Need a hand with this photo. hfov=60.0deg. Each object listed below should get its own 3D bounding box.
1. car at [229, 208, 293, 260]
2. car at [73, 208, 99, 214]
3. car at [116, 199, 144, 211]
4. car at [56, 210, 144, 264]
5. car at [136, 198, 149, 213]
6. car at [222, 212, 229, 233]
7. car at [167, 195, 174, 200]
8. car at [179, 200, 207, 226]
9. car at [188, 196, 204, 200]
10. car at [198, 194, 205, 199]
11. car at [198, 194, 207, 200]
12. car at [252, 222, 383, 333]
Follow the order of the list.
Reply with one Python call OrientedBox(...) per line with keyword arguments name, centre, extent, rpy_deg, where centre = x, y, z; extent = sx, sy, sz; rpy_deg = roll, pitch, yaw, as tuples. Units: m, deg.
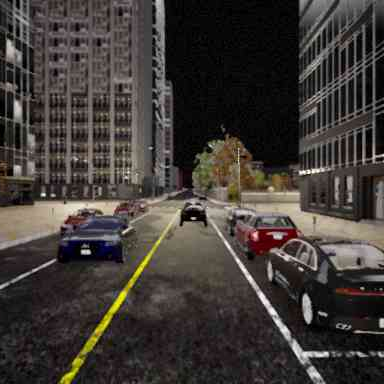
OrientedBox(name="car", centre=(2.691, 1.432, 12.405), extent=(1.967, 1.590, 4.097), rpy_deg=(0, 0, 0))
OrientedBox(name="car", centre=(-5.690, 1.569, 18.100), extent=(1.802, 1.307, 4.206), rpy_deg=(0, 0, 0))
OrientedBox(name="car", centre=(-5.689, 1.552, 29.488), extent=(1.802, 1.307, 4.206), rpy_deg=(0, 0, 0))
OrientedBox(name="car", centre=(-3.099, 1.557, 11.678), extent=(1.994, 1.385, 4.181), rpy_deg=(0, 0, 0))
OrientedBox(name="car", centre=(-5.689, 1.398, 35.181), extent=(1.967, 1.590, 4.097), rpy_deg=(0, 0, 0))
OrientedBox(name="car", centre=(2.691, 1.538, 18.098), extent=(2.008, 1.369, 4.403), rpy_deg=(0, 0, 0))
OrientedBox(name="car", centre=(-5.833, 1.379, 89.704), extent=(1.947, 1.339, 4.313), rpy_deg=(0, 0, 0))
OrientedBox(name="car", centre=(0.098, 1.506, 23.347), extent=(1.812, 1.442, 4.674), rpy_deg=(0, 0, 0))
OrientedBox(name="car", centre=(0.116, 1.494, 39.885), extent=(2.033, 1.411, 5.357), rpy_deg=(0, 0, 0))
OrientedBox(name="car", centre=(2.693, 1.341, 95.319), extent=(1.887, 1.381, 4.507), rpy_deg=(0, 0, 0))
OrientedBox(name="car", centre=(2.754, 1.394, 84.205), extent=(1.947, 1.339, 4.313), rpy_deg=(0, 0, 0))
OrientedBox(name="car", centre=(2.691, 1.547, 6.713), extent=(2.008, 1.369, 4.403), rpy_deg=(0, 0, 0))
